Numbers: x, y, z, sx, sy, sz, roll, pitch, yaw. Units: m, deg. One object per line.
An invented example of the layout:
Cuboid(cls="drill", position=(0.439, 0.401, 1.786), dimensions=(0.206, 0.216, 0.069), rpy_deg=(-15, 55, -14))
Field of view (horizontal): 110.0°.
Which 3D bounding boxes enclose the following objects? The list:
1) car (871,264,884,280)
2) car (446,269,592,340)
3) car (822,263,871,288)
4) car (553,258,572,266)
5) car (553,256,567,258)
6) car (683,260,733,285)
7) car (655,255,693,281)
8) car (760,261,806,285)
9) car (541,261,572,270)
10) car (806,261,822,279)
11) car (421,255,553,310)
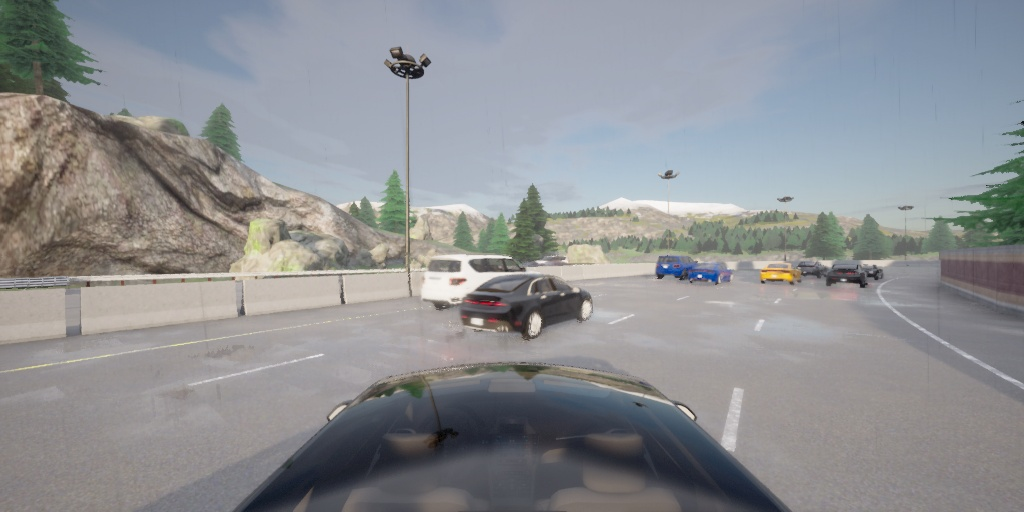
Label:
Cuboid(cls="car", position=(30.457, 1.351, 30.887), dimensions=(4.718, 1.301, 1.895), rpy_deg=(0, 0, -39))
Cuboid(cls="car", position=(0.632, 1.255, 10.159), dimensions=(1.837, 1.490, 4.892), rpy_deg=(0, 0, 36))
Cuboid(cls="car", position=(22.505, 1.255, 24.066), dimensions=(4.892, 1.490, 1.837), rpy_deg=(0, 0, -43))
Cuboid(cls="car", position=(4.035, 1.227, 35.721), dimensions=(5.008, 1.535, 1.882), rpy_deg=(0, 0, -45))
Cuboid(cls="car", position=(5.100, 0.973, 46.364), dimensions=(5.566, 2.045, 2.150), rpy_deg=(0, 0, -42))
Cuboid(cls="car", position=(14.566, 1.227, 26.182), dimensions=(5.008, 1.535, 1.882), rpy_deg=(0, 0, -45))
Cuboid(cls="car", position=(14.417, 0.973, 30.918), dimensions=(5.566, 2.045, 2.150), rpy_deg=(0, 0, -43))
Cuboid(cls="car", position=(19.790, 1.228, 26.313), dimensions=(5.008, 1.535, 1.882), rpy_deg=(0, 0, -44))
Cuboid(cls="car", position=(6.537, 1.351, 52.282), dimensions=(4.718, 1.301, 1.895), rpy_deg=(0, 0, -40))
Cuboid(cls="car", position=(27.742, 1.241, 33.176), dimensions=(4.902, 1.511, 2.128), rpy_deg=(0, 0, -39))
Cuboid(cls="car", position=(-0.901, 0.972, 13.939), dimensions=(2.150, 2.045, 5.566), rpy_deg=(0, 0, 37))
